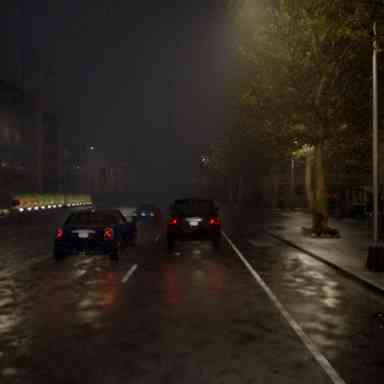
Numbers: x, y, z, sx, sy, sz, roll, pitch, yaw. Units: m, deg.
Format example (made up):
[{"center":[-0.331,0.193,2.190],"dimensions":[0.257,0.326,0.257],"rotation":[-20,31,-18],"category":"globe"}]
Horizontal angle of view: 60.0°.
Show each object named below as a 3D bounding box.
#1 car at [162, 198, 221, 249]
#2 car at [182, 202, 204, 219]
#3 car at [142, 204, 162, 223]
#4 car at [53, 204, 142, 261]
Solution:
[{"center":[0.085,1.278,15.053],"dimensions":[2.150,2.045,5.566],"rotation":[0,0,0],"category":"car"},{"center":[0.083,1.685,31.581],"dimensions":[1.994,1.385,4.181],"rotation":[0,0,0],"category":"car"},{"center":[-3.438,1.648,26.174],"dimensions":[2.033,1.411,5.357],"rotation":[0,0,0],"category":"car"},{"center":[-3.430,1.400,12.667],"dimensions":[2.097,1.767,4.553],"rotation":[0,0,0],"category":"car"}]
